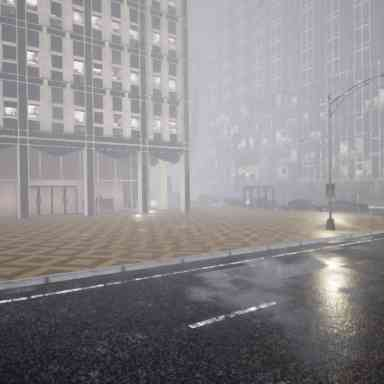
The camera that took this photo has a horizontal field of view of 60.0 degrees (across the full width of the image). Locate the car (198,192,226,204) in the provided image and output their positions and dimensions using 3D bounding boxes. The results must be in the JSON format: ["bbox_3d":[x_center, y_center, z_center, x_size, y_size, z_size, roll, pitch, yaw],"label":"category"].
[{"bbox_3d":[2.898,1.124,55.271,1.837,1.490,4.892,-1,2,-34],"label":"car"}]

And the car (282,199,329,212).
[{"bbox_3d":[12.486,1.422,36.331,1.947,1.339,4.313,-1,1,-34],"label":"car"}]

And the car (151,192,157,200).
[{"bbox_3d":[-9.797,1.038,69.290,2.008,1.369,4.403,0,1,-34],"label":"car"}]

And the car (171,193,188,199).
[{"bbox_3d":[-2.869,0.935,74.006,1.802,1.307,4.206,0,1,-34],"label":"car"}]

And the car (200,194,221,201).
[{"bbox_3d":[3.528,1.042,64.609,1.802,1.307,4.206,-1,1,-34],"label":"car"}]

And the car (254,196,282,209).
[{"bbox_3d":[9.302,1.387,41.041,1.802,1.307,4.206,-1,1,-34],"label":"car"}]

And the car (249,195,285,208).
[{"bbox_3d":[10.026,1.263,44.762,1.812,1.442,4.674,-1,1,-34],"label":"car"}]

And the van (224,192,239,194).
[{"bbox_3d":[6.726,0.854,59.908,1.690,1.788,3.998,-1,1,-34],"label":"van"}]

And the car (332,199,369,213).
[{"bbox_3d":[16.433,1.404,35.351,1.994,1.385,4.181,-1,1,-34],"label":"car"}]

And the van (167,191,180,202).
[{"bbox_3d":[-3.399,0.936,59.892,1.690,1.788,3.998,0,1,-34],"label":"van"}]

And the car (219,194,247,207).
[{"bbox_3d":[6.152,1.318,45.771,1.947,1.339,4.313,-1,1,-34],"label":"car"}]

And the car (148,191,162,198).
[{"bbox_3d":[-9.267,0.685,83.399,1.967,1.590,4.097,0,1,-34],"label":"car"}]
